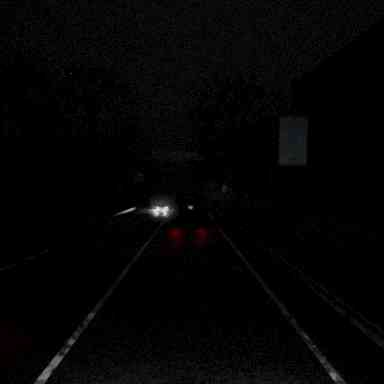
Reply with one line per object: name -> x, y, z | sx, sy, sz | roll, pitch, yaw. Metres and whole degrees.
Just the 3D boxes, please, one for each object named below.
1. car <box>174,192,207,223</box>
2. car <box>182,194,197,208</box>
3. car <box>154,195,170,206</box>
car -> -0.110, 1.035, 23.486 | 2.150, 2.045, 5.566 | 0, 1, -1
car -> -0.292, 1.112, 42.986 | 1.801, 1.575, 5.366 | 0, 0, 0
car -> -3.991, 1.139, 45.025 | 2.128, 1.511, 4.902 | 0, 0, 0
